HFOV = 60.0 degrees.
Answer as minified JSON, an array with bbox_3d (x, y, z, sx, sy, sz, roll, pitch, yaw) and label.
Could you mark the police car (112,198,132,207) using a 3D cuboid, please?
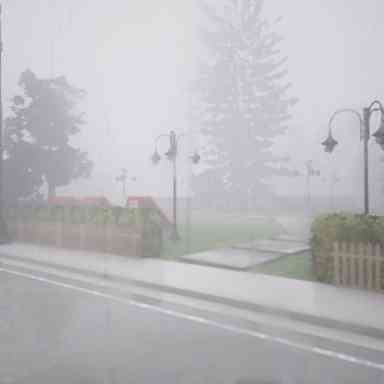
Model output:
[{"bbox_3d":[-11.666,1.785,57.966,1.930,1.638,5.238,-1,0,35],"label":"police car"}]
